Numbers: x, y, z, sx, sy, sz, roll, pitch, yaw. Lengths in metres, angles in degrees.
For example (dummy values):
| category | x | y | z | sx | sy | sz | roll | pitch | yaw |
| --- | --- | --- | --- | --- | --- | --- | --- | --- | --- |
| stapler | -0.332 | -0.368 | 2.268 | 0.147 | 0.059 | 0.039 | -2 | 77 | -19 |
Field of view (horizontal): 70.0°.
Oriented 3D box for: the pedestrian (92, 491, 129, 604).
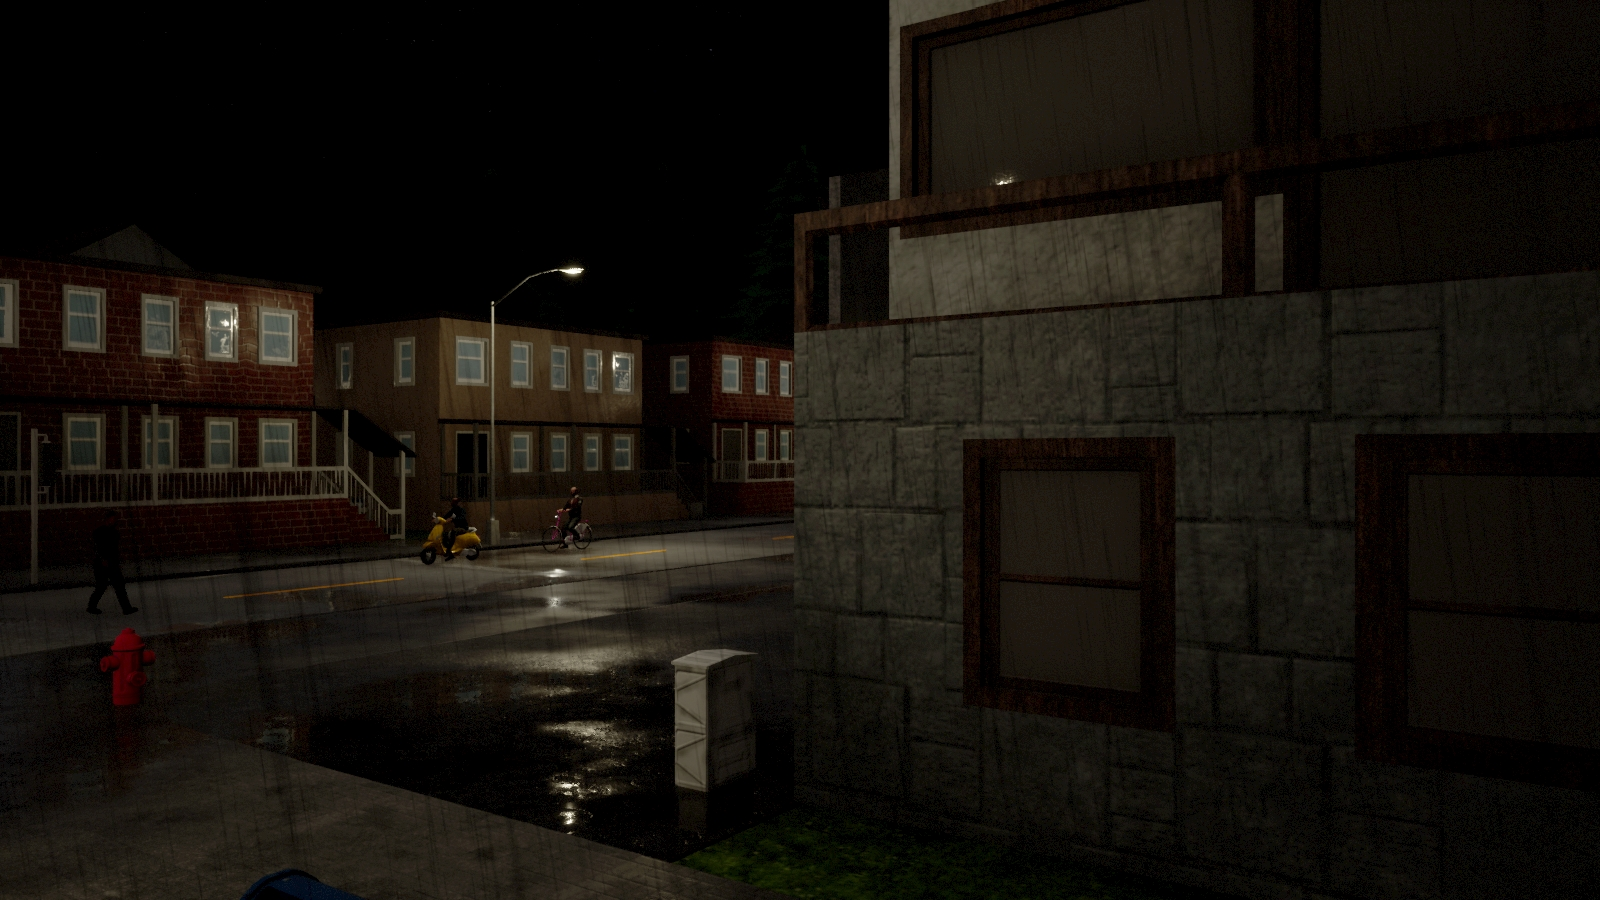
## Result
| category | x | y | z | sx | sy | sz | roll | pitch | yaw |
| --- | --- | --- | --- | --- | --- | --- | --- | --- | --- |
| pedestrian | -11.573 | 1.620 | 19.188 | 0.375 | 1.860 | 0.375 | 0 | 0 | 18 |

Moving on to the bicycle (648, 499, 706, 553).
| category | x | y | z | sx | sy | sz | roll | pitch | yaw |
| --- | --- | --- | --- | --- | --- | --- | --- | --- | --- |
| bicycle | -3.119 | 1.932 | 29.174 | 0.329 | 1.271 | 1.835 | 0 | 0 | 35 |
